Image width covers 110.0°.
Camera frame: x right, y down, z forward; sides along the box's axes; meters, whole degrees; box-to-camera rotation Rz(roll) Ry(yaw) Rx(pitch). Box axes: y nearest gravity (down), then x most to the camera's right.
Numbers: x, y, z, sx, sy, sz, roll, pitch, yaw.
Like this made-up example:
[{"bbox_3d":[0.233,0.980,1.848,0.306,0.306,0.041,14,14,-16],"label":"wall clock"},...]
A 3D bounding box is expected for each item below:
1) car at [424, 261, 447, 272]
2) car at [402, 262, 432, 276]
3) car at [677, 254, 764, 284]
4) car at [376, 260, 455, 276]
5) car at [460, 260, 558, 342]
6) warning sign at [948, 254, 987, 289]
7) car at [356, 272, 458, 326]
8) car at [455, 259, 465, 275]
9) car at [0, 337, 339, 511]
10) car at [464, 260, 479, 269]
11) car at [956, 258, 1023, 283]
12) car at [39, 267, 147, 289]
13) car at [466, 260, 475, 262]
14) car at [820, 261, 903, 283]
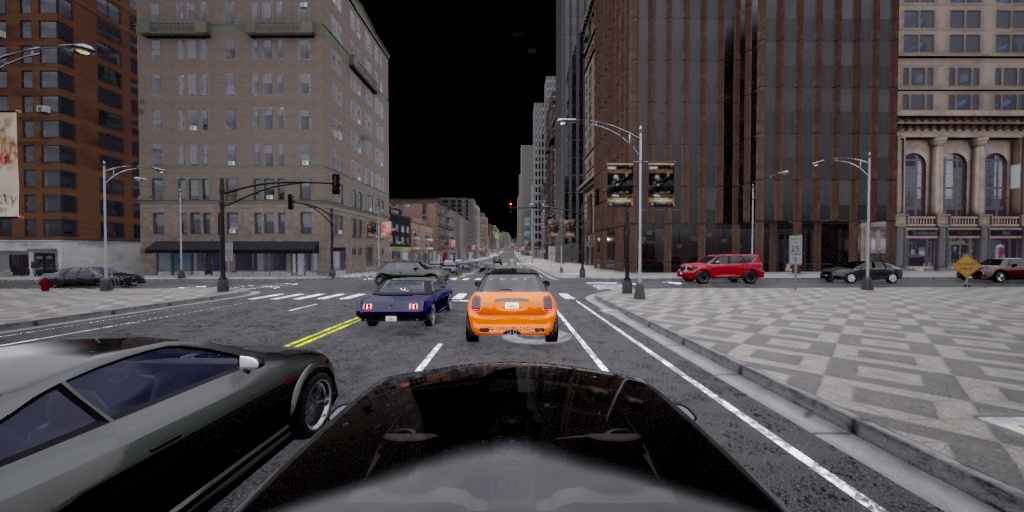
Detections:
[{"bbox_3d":[-9.846,1.337,46.434,1.994,1.385,4.181,0,0,0],"label":"car"},{"bbox_3d":[-9.851,1.367,37.615,1.895,1.301,4.718,0,0,0],"label":"car"},{"bbox_3d":[14.839,0.875,25.604,5.566,2.045,2.150,0,1,0],"label":"car"},{"bbox_3d":[-6.290,1.106,22.995,4.553,1.767,2.097,0,0,4],"label":"car"},{"bbox_3d":[0.010,1.101,9.934,2.097,1.767,4.553,0,0,0],"label":"car"},{"bbox_3d":[25.178,0.827,19.839,1.060,1.860,1.300,0,0,0],"label":"warning sign"},{"bbox_3d":[-3.149,1.351,11.585,1.895,1.301,4.718,0,0,0],"label":"car"},{"bbox_3d":[-6.600,1.331,38.822,1.994,1.385,4.181,0,0,0],"label":"car"},{"bbox_3d":[-3.158,1.314,2.766,1.994,1.385,4.181,0,0,1],"label":"car"},{"bbox_3d":[-6.582,1.343,58.801,1.994,1.385,4.181,0,0,0],"label":"car"},{"bbox_3d":[35.013,0.926,25.671,4.553,1.767,2.097,0,1,0],"label":"car"},{"bbox_3d":[-27.532,1.409,23.617,5.357,1.411,2.033,0,1,0],"label":"car"},{"bbox_3d":[-6.600,1.339,48.781,1.994,1.385,4.181,0,0,0],"label":"car"},{"bbox_3d":[24.895,1.119,25.641,4.892,1.490,1.837,0,1,0],"label":"car"}]
